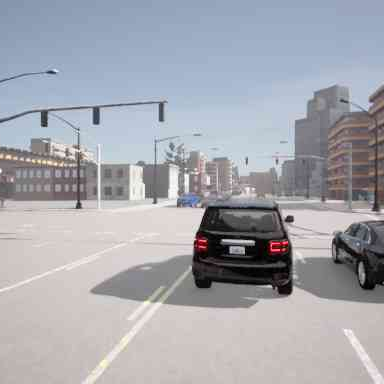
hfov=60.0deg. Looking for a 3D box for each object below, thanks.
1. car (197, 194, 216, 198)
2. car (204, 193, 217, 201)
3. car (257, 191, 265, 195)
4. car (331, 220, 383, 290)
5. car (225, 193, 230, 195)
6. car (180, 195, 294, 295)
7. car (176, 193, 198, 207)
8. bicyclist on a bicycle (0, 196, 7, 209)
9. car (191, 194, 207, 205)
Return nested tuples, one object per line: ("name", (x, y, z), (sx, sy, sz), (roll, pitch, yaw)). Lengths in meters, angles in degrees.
("car", (2.437, 1.425, 46.092), (1.837, 1.490, 4.892), (0, 1, 12))
("car", (4.094, 1.079, 71.311), (2.033, 1.411, 5.357), (0, 1, 11))
("car", (17.621, 0.644, 85.143), (2.097, 1.767, 4.553), (0, 0, 11))
("car", (5.118, 1.515, 8.947), (1.837, 1.490, 4.892), (0, 0, 11))
("car", (7.006, 1.086, 68.129), (1.837, 1.490, 4.892), (0, 1, 12))
("car", (1.558, 1.231, 9.075), (2.150, 2.045, 5.566), (0, 0, 15))
("car", (-0.639, 1.125, 48.506), (2.150, 2.045, 5.566), (0, 1, 12))
("bicyclist on a bicycle", (-23.742, 1.336, 41.539), (0.582, 1.620, 1.656), (0, 0, 10))
("car", (1.294, 1.270, 57.973), (1.837, 1.490, 4.892), (0, 2, 11))
